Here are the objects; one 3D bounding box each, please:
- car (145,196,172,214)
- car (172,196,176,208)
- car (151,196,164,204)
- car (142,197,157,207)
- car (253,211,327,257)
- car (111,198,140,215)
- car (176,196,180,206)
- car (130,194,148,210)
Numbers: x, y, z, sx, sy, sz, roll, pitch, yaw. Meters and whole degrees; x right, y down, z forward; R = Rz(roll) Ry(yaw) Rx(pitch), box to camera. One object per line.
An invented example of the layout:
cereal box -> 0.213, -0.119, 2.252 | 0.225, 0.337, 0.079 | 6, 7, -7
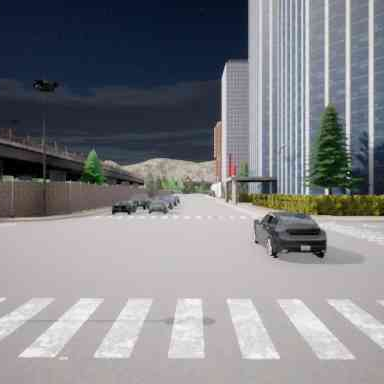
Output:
car -> -3.526, 1.542, 35.669 | 1.837, 1.490, 4.892 | 0, 0, 0
car -> -3.509, 1.552, 44.898 | 1.837, 1.490, 4.892 | 0, 0, 0
car -> -6.892, 1.560, 66.960 | 2.128, 1.511, 4.902 | 0, 0, 1
car -> -6.962, 1.621, 54.761 | 1.994, 1.385, 4.181 | 0, 0, 1
car -> 3.622, 1.524, 13.003 | 1.837, 1.490, 4.892 | 0, 0, 0
car -> -7.061, 1.638, 34.982 | 1.895, 1.301, 4.718 | 0, 0, 1
car -> -3.469, 1.535, 54.624 | 1.882, 1.535, 5.008 | 0, 0, 0
car -> -7.014, 1.268, 44.737 | 2.150, 2.045, 5.566 | 0, 0, 1
